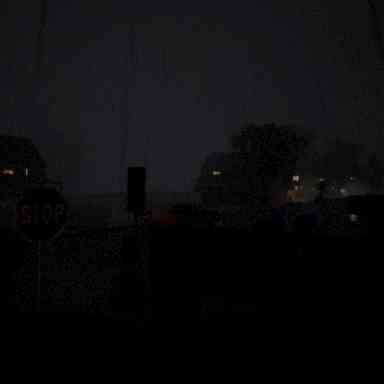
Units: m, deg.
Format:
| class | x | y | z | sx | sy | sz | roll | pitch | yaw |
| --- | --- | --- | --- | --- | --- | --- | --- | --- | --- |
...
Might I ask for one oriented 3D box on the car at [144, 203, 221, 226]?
| class | x | y | z | sx | sy | sz | roll | pitch | yaw |
| --- | --- | --- | --- | --- | --- | --- | --- | --- | --- |
| car | -0.381 | 1.359 | 19.585 | 2.033 | 1.411 | 5.357 | 2 | 2 | 37 |
